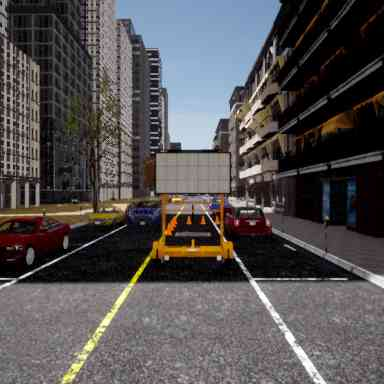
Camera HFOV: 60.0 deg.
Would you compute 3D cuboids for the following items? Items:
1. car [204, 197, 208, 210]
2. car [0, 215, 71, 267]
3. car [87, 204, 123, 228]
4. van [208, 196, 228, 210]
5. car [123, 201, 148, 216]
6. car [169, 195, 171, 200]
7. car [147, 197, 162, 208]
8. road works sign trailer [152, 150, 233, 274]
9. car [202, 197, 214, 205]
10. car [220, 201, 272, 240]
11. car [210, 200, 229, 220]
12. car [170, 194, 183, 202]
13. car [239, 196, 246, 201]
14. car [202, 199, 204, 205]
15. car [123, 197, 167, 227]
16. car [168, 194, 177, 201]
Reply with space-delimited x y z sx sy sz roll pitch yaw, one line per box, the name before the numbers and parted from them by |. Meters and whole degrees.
car | 2.802 1.460 39.047 1.967 1.590 4.097 0 0 0
car | -5.660 1.547 11.409 1.887 1.381 4.507 0 0 0
car | -5.627 1.532 22.304 1.752 1.417 4.829 0 0 0
van | 2.786 1.357 33.514 1.690 1.788 3.998 0 0 0
car | -5.595 1.597 33.540 1.802 1.307 4.206 0 0 0
car | -5.513 1.588 61.203 1.887 1.381 4.507 0 0 0
car | -5.546 1.555 49.967 1.752 1.417 4.829 0 0 0
road works sign trailer | 0.028 0.466 10.594 2.380 3.560 2.880 0 0 0
car | 2.867 1.594 61.178 2.008 1.369 4.403 0 0 0
car | 2.737 1.444 16.916 1.967 1.590 4.097 0 0 0
car | 2.769 1.593 27.982 1.802 1.307 4.206 0 0 0
car | -2.815 1.524 63.696 1.882 1.535 5.008 0 0 0
car | 13.661 1.414 80.552 4.403 1.369 2.008 -1 1 0
car | 2.835 1.581 50.112 2.008 1.369 4.403 0 0 0
car | -3.035 1.359 22.794 2.097 1.767 4.553 0 0 0
car | -5.419 1.415 93.591 2.192 1.841 5.009 0 0 0
